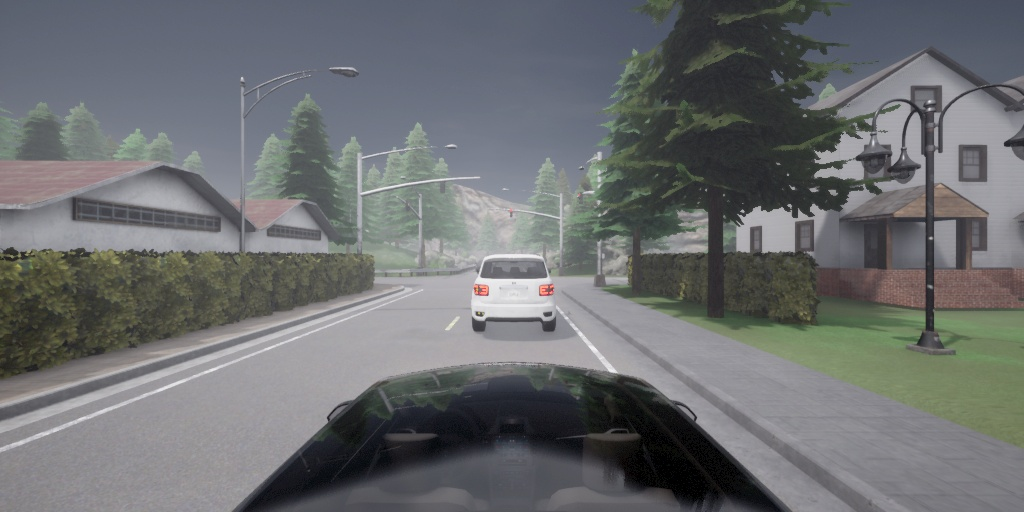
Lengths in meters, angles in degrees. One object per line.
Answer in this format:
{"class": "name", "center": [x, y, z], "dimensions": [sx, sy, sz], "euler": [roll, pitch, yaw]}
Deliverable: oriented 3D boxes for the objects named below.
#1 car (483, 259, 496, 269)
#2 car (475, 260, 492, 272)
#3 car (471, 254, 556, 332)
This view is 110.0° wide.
{"class": "car", "center": [-3.615, 1.276, 58.544], "dimensions": [1.812, 1.442, 4.674], "euler": [0, 0, 0]}
{"class": "car", "center": [-3.613, 1.255, 46.098], "dimensions": [1.837, 1.490, 4.892], "euler": [0, 0, 0]}
{"class": "car", "center": [0.061, 0.971, 11.023], "dimensions": [2.150, 2.045, 5.566], "euler": [0, 0, 0]}
